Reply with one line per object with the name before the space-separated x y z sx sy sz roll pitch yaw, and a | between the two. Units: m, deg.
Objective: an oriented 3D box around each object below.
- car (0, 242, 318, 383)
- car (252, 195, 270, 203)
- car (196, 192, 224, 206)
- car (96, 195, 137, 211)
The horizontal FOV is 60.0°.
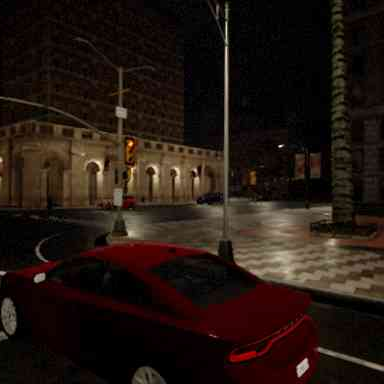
car | -0.892 1.450 4.665 5.008 1.535 1.882 1 0 39
car | 13.189 1.316 63.814 2.128 1.511 4.902 1 0 38
car | 2.948 1.003 51.097 2.150 2.045 5.566 1 0 39
car | -8.380 1.121 37.090 2.097 1.767 4.553 1 0 39
